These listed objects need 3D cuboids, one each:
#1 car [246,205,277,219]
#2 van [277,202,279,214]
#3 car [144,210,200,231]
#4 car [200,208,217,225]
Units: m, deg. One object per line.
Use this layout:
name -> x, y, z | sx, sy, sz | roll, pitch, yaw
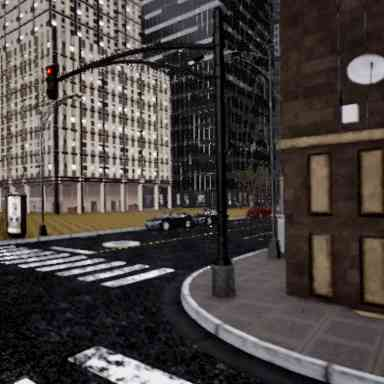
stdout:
car -> 7.641, 2.279, 37.771 | 1.887, 1.381, 4.507 | -2, -2, 36
van -> 12.601, 2.190, 44.628 | 1.690, 1.788, 3.998 | -2, -2, 36
car -> -1.696, 2.069, 24.779 | 2.008, 1.369, 4.403 | -2, -2, 36
car -> 1.541, 2.144, 29.311 | 2.008, 1.369, 4.403 | -2, -2, 36
